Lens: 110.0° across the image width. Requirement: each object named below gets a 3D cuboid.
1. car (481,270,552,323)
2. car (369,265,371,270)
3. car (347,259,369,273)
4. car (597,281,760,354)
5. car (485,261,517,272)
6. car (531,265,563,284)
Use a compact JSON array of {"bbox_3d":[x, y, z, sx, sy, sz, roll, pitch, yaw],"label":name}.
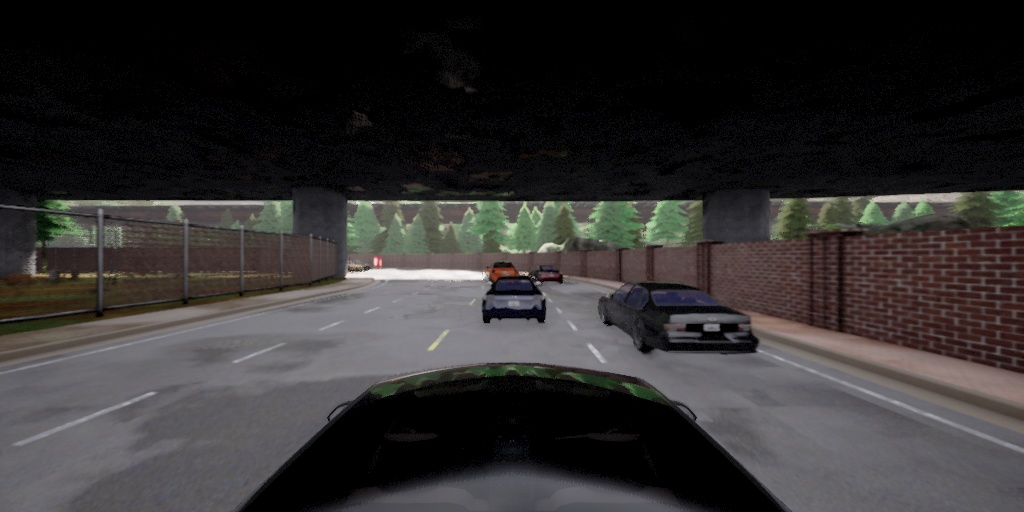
[{"bbox_3d":[0.070,1.340,12.221,1.994,1.385,4.181,0,0,0],"label":"car"},{"bbox_3d":[-21.745,1.231,49.565,4.553,1.767,2.097,0,0,25],"label":"car"},{"bbox_3d":[-20.824,1.345,45.153,5.008,1.535,1.882,0,-1,30],"label":"car"},{"bbox_3d":[3.546,1.317,8.840,2.033,1.411,5.357,0,0,1],"label":"car"},{"bbox_3d":[-0.873,1.169,27.205,2.097,1.767,4.553,0,0,-10],"label":"car"},{"bbox_3d":[2.525,1.384,28.021,1.994,1.385,4.181,0,0,-10],"label":"car"}]
